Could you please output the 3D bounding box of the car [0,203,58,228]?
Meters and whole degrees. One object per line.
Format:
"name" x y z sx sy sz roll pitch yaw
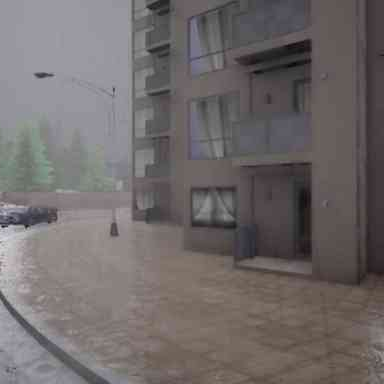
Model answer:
"car" -11.305 1.668 23.030 2.033 1.411 5.357 0 0 3
